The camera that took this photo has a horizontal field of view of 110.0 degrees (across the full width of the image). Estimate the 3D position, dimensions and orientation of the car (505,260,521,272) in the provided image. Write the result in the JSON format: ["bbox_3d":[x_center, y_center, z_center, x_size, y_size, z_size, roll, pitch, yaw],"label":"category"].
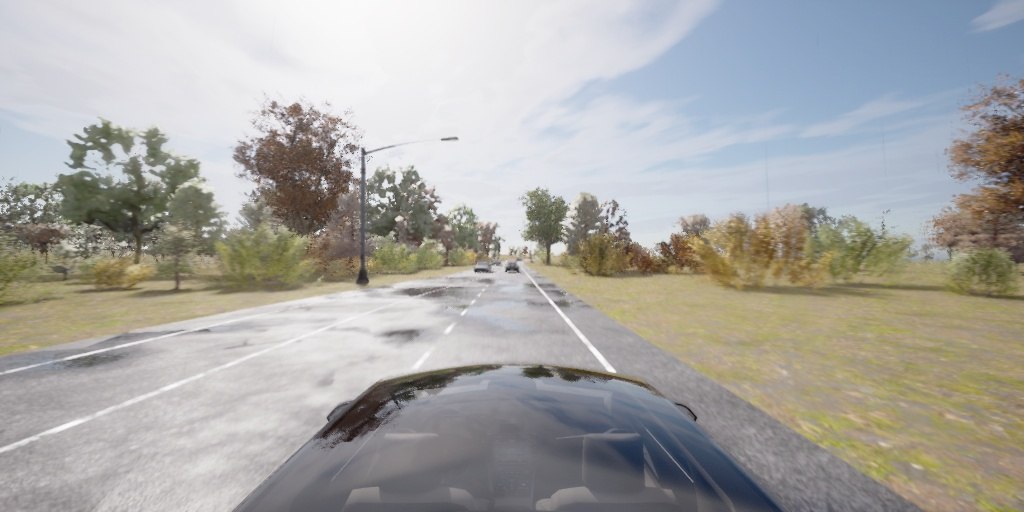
[{"bbox_3d":[0.031,1.524,49.400,1.895,1.301,4.718,0,0,0],"label":"car"}]

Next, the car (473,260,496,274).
[{"bbox_3d":[-3.612,1.454,45.325,2.033,1.411,5.357,0,0,3],"label":"car"}]
